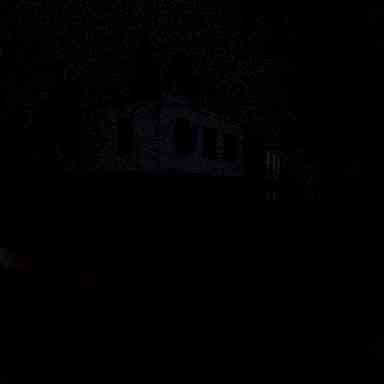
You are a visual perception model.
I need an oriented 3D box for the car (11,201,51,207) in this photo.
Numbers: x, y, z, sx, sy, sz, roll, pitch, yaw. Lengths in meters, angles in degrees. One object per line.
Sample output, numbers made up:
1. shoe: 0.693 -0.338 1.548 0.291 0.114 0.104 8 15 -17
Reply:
1. car: -14.698 1.528 29.171 2.033 1.411 5.357 0 0 29
